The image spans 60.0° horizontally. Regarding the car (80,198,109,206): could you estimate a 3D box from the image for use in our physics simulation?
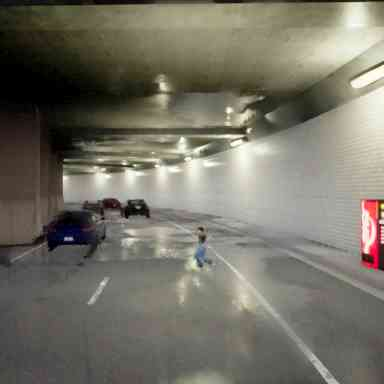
[{"bbox_3d":[-9.516,1.490,31.605,2.128,1.511,4.902,0,0,-20],"label":"car"}]

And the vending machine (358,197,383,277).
[{"bbox_3d":[5.399,1.195,9.248,1.100,2.100,0.880,0,0,-6],"label":"vending machine"}]

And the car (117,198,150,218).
[{"bbox_3d":[-5.238,1.353,30.021,2.097,1.767,4.553,0,0,-19],"label":"car"}]

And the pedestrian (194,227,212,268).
[{"bbox_3d":[0.340,1.573,9.804,0.375,1.300,0.375,0,0,-6],"label":"pedestrian"}]

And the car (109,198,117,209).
[{"bbox_3d":[-10.548,1.476,42.491,1.882,1.535,5.008,0,0,-28],"label":"car"}]

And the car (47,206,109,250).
[{"bbox_3d":[-4.802,1.525,14.202,1.812,1.442,4.674,0,0,-9],"label":"car"}]
